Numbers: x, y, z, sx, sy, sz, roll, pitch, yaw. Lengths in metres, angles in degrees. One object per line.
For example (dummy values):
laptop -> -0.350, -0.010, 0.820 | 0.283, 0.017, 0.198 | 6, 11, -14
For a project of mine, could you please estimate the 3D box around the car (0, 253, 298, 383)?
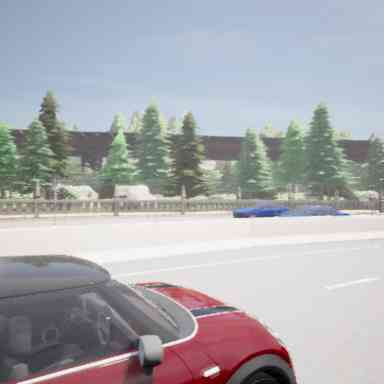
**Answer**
car -> -1.195, 1.337, 2.740 | 4.553, 1.767, 2.097 | 1, 0, -35

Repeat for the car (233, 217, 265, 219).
car -> 5.651, 1.611, 26.906 | 5.008, 1.535, 1.882 | 1, 0, -24

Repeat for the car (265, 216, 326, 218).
car -> 7.129, 1.617, 19.891 | 5.008, 1.535, 1.882 | 1, 0, -25
